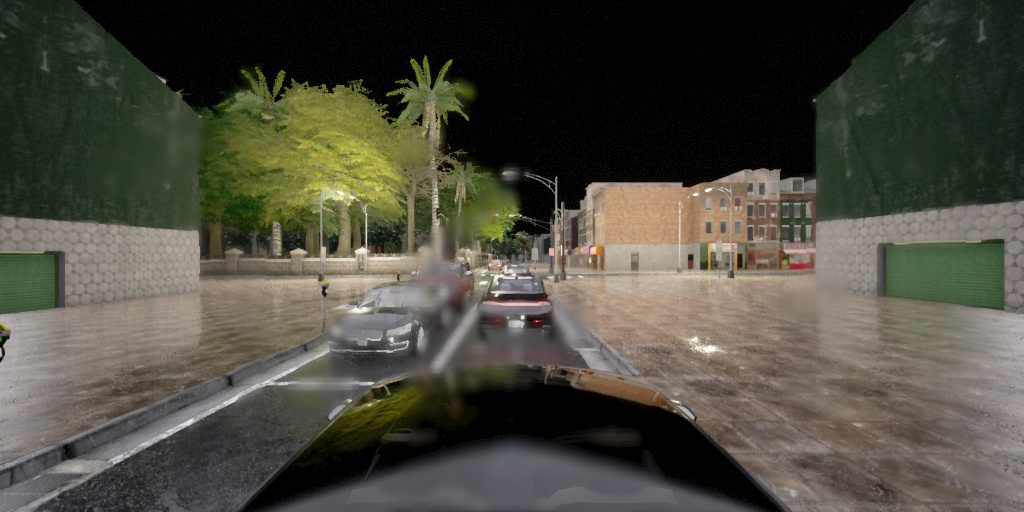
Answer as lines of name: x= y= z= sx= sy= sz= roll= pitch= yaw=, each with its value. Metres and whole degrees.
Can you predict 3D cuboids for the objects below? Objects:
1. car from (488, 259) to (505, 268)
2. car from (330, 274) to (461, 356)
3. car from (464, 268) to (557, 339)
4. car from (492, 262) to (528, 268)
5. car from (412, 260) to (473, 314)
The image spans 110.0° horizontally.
car: x=-2.420 y=1.295 z=52.125 sx=1.967 sy=1.591 sz=4.097 roll=0 pitch=0 yaw=0
car: x=-2.611 y=1.301 z=8.516 sx=2.007 sy=1.370 sz=4.403 roll=0 pitch=0 yaw=0
car: x=0.130 y=1.243 z=10.017 sx=2.128 sy=1.511 sz=4.902 roll=0 pitch=0 yaw=0
car: x=0.179 y=1.252 z=19.406 sx=2.128 sy=1.511 sz=4.902 roll=0 pitch=0 yaw=-2
car: x=-2.587 y=1.069 z=13.979 sx=2.192 sy=1.841 sz=5.009 roll=0 pitch=0 yaw=0
